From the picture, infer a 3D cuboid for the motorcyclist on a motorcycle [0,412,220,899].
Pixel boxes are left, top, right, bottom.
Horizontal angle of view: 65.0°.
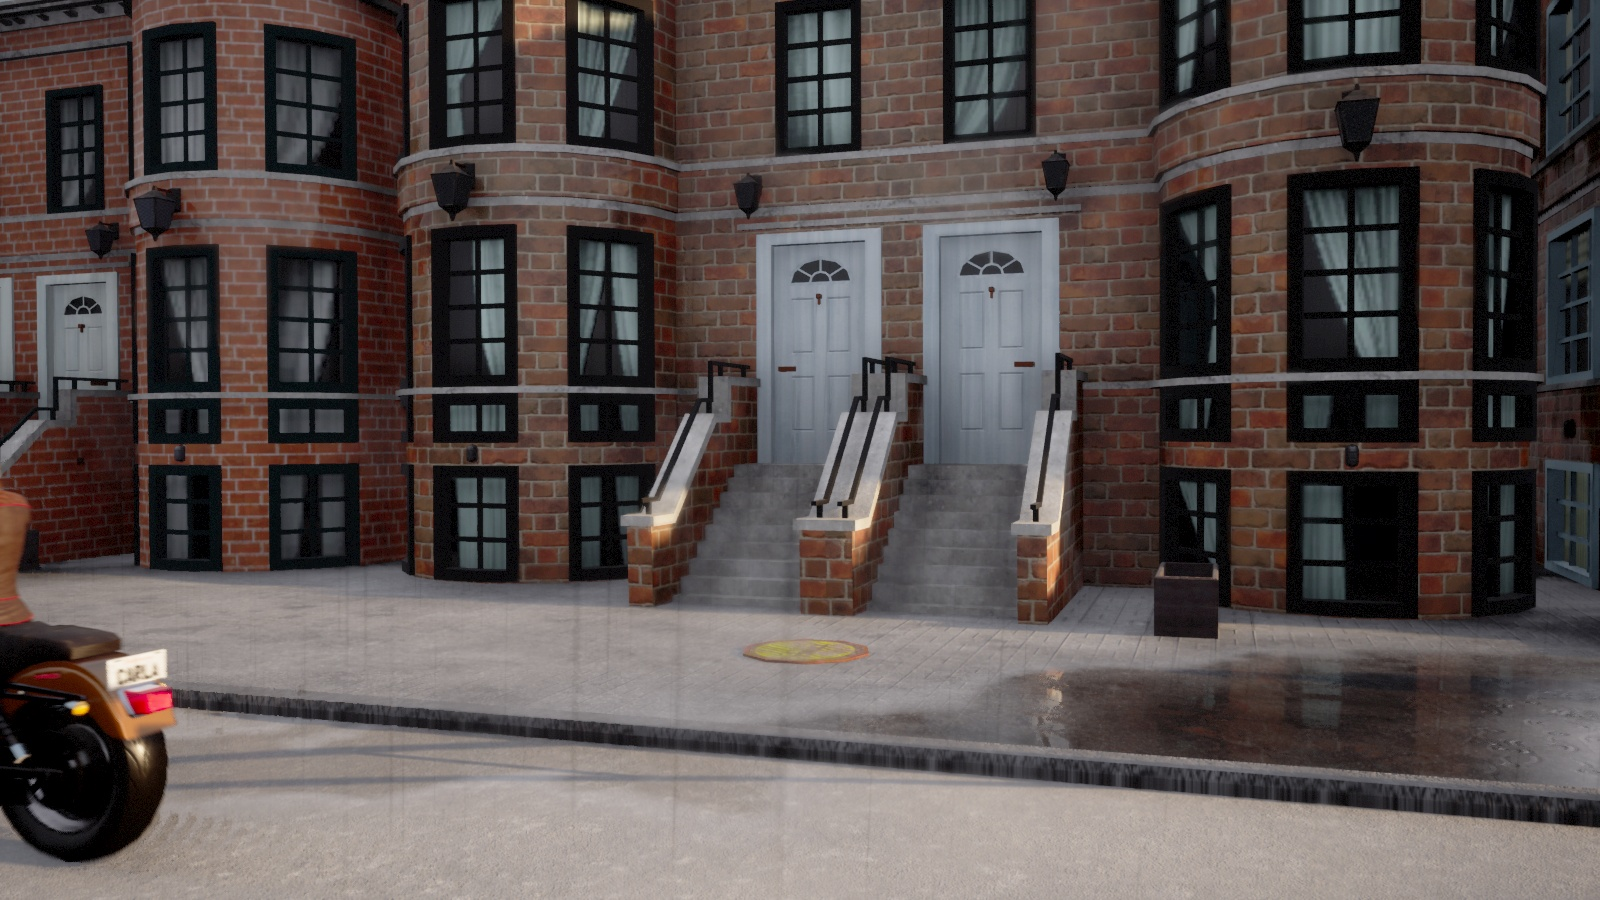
[{"bbox_3d":[-3.495,0.685,4.891,2.350,1.649,0.766,0,1,19],"label":"motorcyclist on a motorcycle"}]
